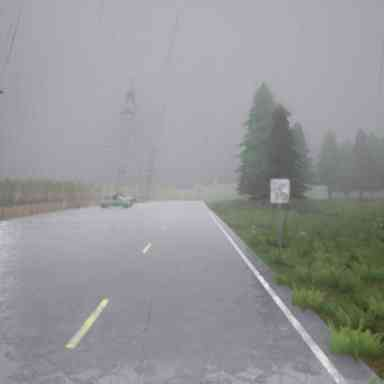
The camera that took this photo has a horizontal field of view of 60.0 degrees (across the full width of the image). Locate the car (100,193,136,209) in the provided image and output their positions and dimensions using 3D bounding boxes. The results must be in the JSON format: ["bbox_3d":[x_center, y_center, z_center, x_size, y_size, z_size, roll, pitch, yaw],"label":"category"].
[{"bbox_3d":[-9.537,1.284,42.142,3.988,1.617,1.851,0,0,-1],"label":"car"}]
